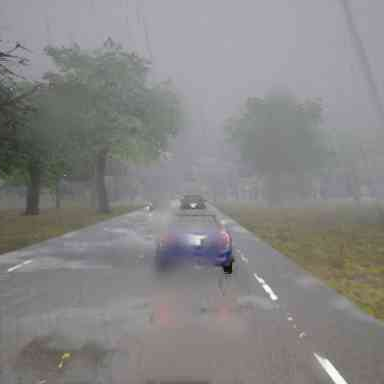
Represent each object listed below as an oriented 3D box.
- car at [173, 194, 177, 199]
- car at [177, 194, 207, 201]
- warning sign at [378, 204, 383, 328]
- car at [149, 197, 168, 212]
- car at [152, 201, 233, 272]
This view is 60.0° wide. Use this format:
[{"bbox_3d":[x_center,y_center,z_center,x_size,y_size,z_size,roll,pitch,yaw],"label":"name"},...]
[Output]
[{"bbox_3d":[-3.511,1.311,79.221,1.837,1.490,4.892,0,-1,0],"label":"car"},{"bbox_3d":[0.092,1.216,29.149,2.150,2.045,5.566,0,0,0],"label":"car"},{"bbox_3d":[3.547,1.114,4.647,1.300,1.860,1.060,0,0,0],"label":"warning sign"},{"bbox_3d":[-3.598,1.347,37.623,2.097,1.767,4.553,0,0,0],"label":"car"},{"bbox_3d":[0.083,1.348,10.877,2.097,1.767,4.553,0,0,0],"label":"car"}]
